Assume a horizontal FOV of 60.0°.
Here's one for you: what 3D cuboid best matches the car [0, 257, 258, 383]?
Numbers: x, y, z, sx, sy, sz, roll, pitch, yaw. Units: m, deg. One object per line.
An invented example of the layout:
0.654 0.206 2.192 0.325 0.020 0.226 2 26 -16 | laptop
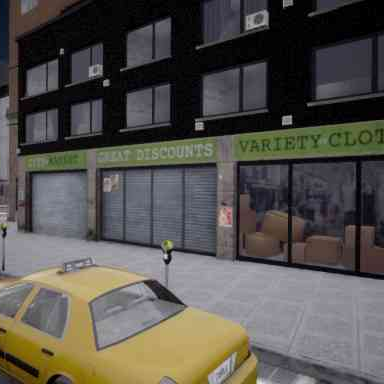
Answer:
-1.615 1.524 4.240 4.829 1.417 1.752 0 1 35 | car
